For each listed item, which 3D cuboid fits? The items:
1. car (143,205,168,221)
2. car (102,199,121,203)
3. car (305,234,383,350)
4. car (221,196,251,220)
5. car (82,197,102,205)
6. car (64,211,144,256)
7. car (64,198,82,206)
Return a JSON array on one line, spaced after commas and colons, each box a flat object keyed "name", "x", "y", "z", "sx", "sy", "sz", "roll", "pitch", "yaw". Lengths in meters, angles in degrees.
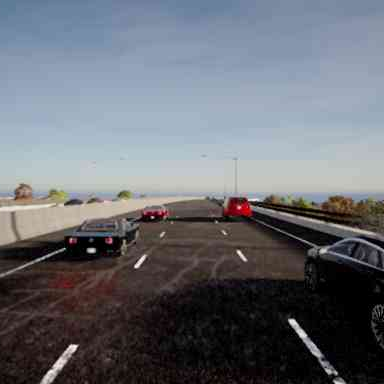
[{"name": "car", "x": -3.135, "y": 1.764, "z": 29.034, "sx": 1.895, "sy": 1.301, "sz": 4.718, "roll": 0, "pitch": 0, "yaw": 1}, {"name": "car", "x": -13.078, "y": 1.901, "z": 56.800, "sx": 2.033, "sy": 1.411, "sz": 5.357, "roll": 0, "pitch": 0, "yaw": 3}, {"name": "car", "x": 3.618, "y": 1.523, "z": 6.113, "sx": 2.128, "sy": 1.511, "sz": 4.902, "roll": 0, "pitch": 0, "yaw": 0}, {"name": "car", "x": 3.878, "y": 1.390, "z": 29.717, "sx": 2.150, "sy": 2.045, "sz": 5.566, "roll": 0, "pitch": 0, "yaw": 1}, {"name": "car", "x": -16.576, "y": 1.705, "z": 56.925, "sx": 2.097, "sy": 1.767, "sz": 4.553, "roll": 0, "pitch": -1, "yaw": 2}, {"name": "car", "x": -3.336, "y": 1.671, "z": 13.335, "sx": 1.895, "sy": 1.301, "sz": 4.718, "roll": 0, "pitch": 0, "yaw": 0}, {"name": "car", "x": -20.075, "y": 1.829, "z": 56.876, "sx": 1.882, "sy": 1.535, "sz": 5.008, "roll": 0, "pitch": 0, "yaw": 2}]
